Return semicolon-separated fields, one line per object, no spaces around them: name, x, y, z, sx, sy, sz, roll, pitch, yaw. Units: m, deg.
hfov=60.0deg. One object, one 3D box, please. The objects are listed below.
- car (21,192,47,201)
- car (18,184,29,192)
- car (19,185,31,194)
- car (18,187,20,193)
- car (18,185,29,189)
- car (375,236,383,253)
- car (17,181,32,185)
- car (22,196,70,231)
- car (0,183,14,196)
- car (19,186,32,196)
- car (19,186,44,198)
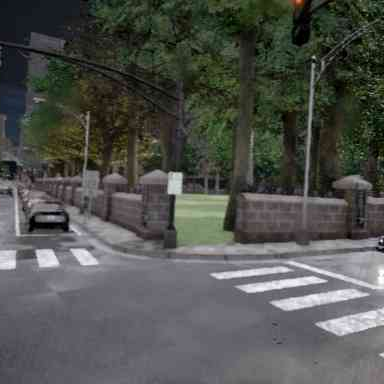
car;-9.701;0.963;21.259;1.802;1.307;4.206;4;0;-28
car;-35.050;-0.838;69.136;1.967;1.590;4.097;4;0;-28
car;-30.063;-0.421;59.711;1.752;1.417;4.829;4;0;-28
car;-17.308;0.473;35.622;1.802;1.307;4.206;4;0;-28
car;-19.842;0.271;40.410;1.887;1.381;4.507;4;0;-28
car;9.119;1.718;12.075;5.357;1.411;2.033;2;1;-28
car;-24.899;-0.291;49.985;2.192;1.841;5.009;4;0;-28
car;-7.164;1.108;16.471;1.947;1.339;4.313;3;0;-28
car;-26.533;-0.171;47.359;1.812;1.442;4.674;3;0;-28
car;-27.528;-0.253;54.923;1.752;1.417;4.829;4;0;-28
car;-12.228;0.659;26.046;1.967;1.590;4.097;4;0;-28
